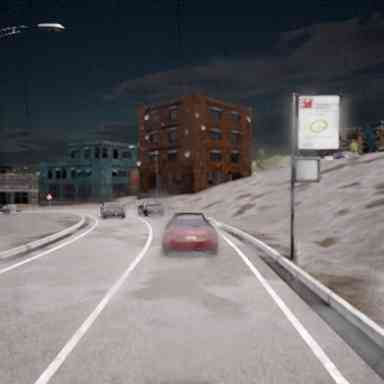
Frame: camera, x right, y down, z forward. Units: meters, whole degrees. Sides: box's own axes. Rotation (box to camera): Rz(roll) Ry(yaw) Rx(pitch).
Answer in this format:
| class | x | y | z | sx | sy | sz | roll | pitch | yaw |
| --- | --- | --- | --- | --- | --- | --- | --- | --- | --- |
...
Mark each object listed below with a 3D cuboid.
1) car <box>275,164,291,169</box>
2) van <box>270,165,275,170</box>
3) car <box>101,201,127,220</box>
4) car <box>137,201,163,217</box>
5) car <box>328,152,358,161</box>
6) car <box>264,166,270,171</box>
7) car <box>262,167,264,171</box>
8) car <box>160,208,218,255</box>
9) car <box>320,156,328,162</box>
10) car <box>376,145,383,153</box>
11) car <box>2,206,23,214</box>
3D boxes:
| class | x | y | z | sx | sy | sz | roll | pitch | yaw |
| --- | --- | --- | --- | --- | --- | --- | --- | --- | --- |
| car | 20.881 | -5.399 | 74.316 | 2.231 | 1.521 | 4.892 | 0 | 1 | -1 |
| van | 20.764 | -5.739 | 79.706 | 1.878 | 1.987 | 4.442 | 0 | 1 | -1 |
| car | -6.995 | 1.598 | 29.410 | 1.837 | 1.490 | 4.892 | 0 | -1 | -19 |
| car | -4.084 | 1.570 | 32.153 | 2.128 | 1.511 | 4.902 | -1 | -1 | -20 |
| car | 21.488 | -4.882 | 46.620 | 2.185 | 1.767 | 4.553 | 0 | 1 | -1 |
| car | 20.641 | -5.586 | 85.352 | 2.002 | 1.452 | 4.674 | 0 | 1 | -1 |
| car | 20.520 | -5.981 | 90.832 | 2.435 | 2.045 | 5.566 | 0 | 1 | -1 |
| car | -0.125 | 1.503 | 13.091 | 1.994 | 1.385 | 4.181 | 0 | 0 | -3 |
| car | 21.368 | -4.849 | 52.114 | 2.002 | 1.452 | 4.674 | 0 | 1 | -1 |
| car | 21.728 | -4.490 | 35.687 | 2.231 | 1.521 | 4.892 | 0 | 1 | -1 |
| car | -33.115 | 3.197 | 61.253 | 4.674 | 1.442 | 1.812 | -4 | 0 | 30 |
